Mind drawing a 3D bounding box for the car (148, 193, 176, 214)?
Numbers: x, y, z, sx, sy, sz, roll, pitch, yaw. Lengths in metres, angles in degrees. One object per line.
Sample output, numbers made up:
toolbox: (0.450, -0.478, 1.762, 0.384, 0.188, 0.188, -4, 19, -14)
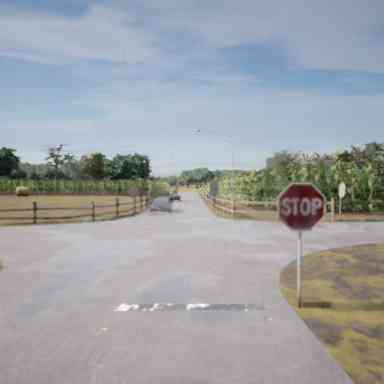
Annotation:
car: (-2.745, 1.192, 30.631, 1.812, 1.442, 4.674, 0, 2, 0)

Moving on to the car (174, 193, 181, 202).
car: (-2.742, 0.870, 53.671, 1.895, 1.301, 4.718, 0, 1, 0)
